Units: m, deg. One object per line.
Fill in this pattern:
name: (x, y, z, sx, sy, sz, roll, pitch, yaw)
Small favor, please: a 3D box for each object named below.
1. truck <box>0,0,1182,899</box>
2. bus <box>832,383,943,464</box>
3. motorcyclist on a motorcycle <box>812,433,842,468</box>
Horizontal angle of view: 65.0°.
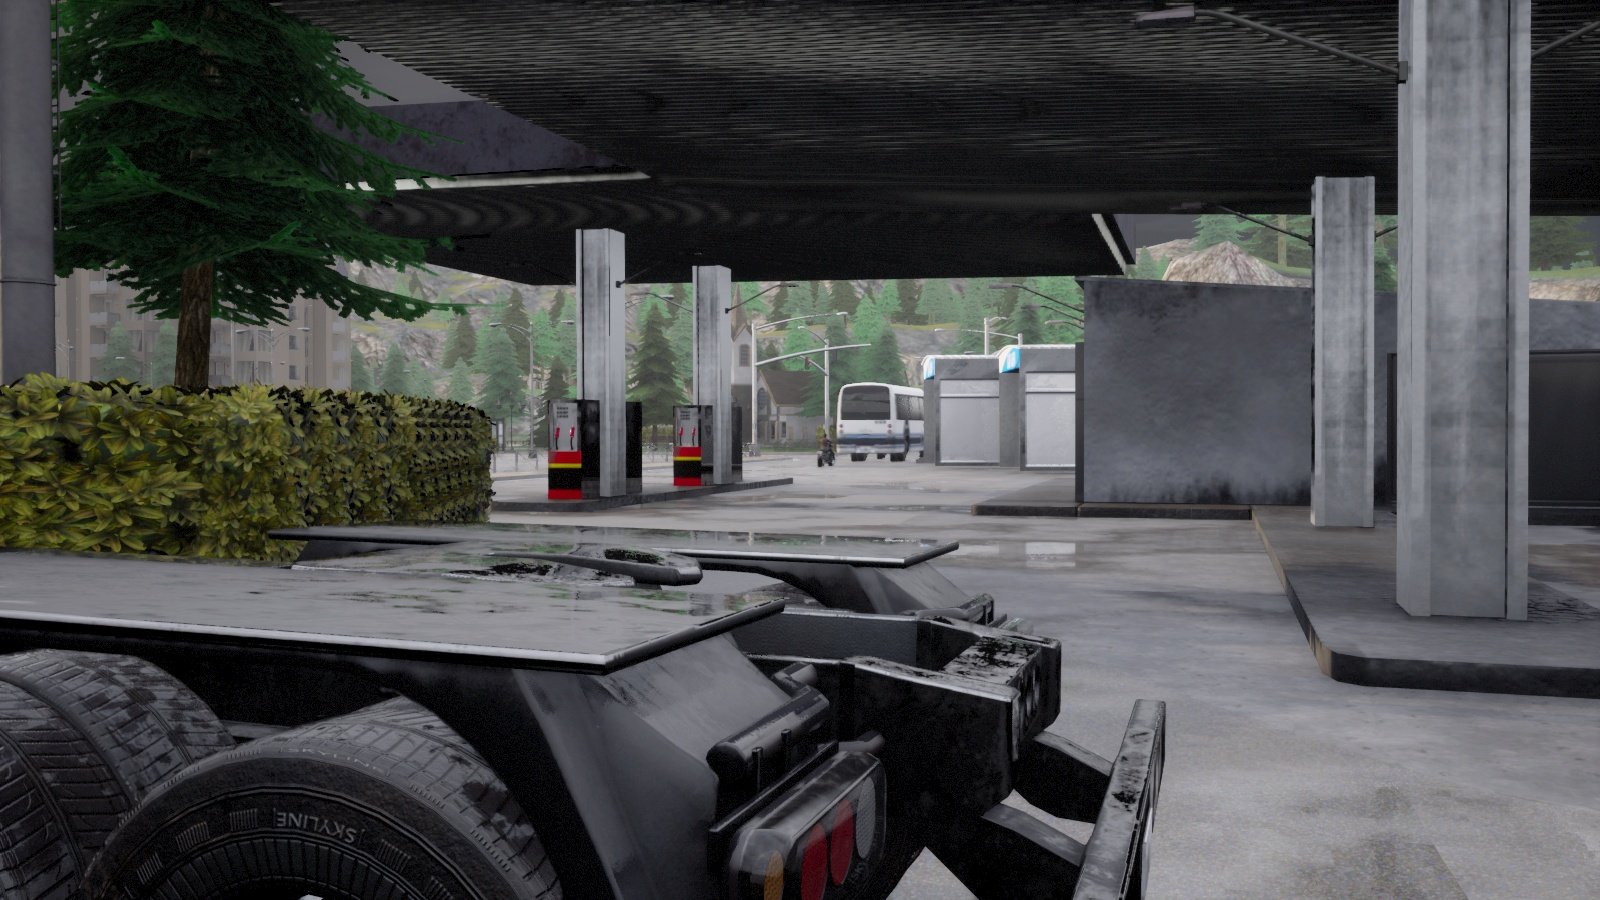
truck: (-2.955, -0.168, 4.152, 7.936, 3.462, 2.891, 1, 0, 18)
bus: (5.195, -1.489, 71.808, 3.944, 4.253, 10.273, 1, 1, 18)
motorcyclist on a motorcycle: (1.290, 0.010, 60.163, 0.766, 1.649, 2.350, 1, 1, 19)
